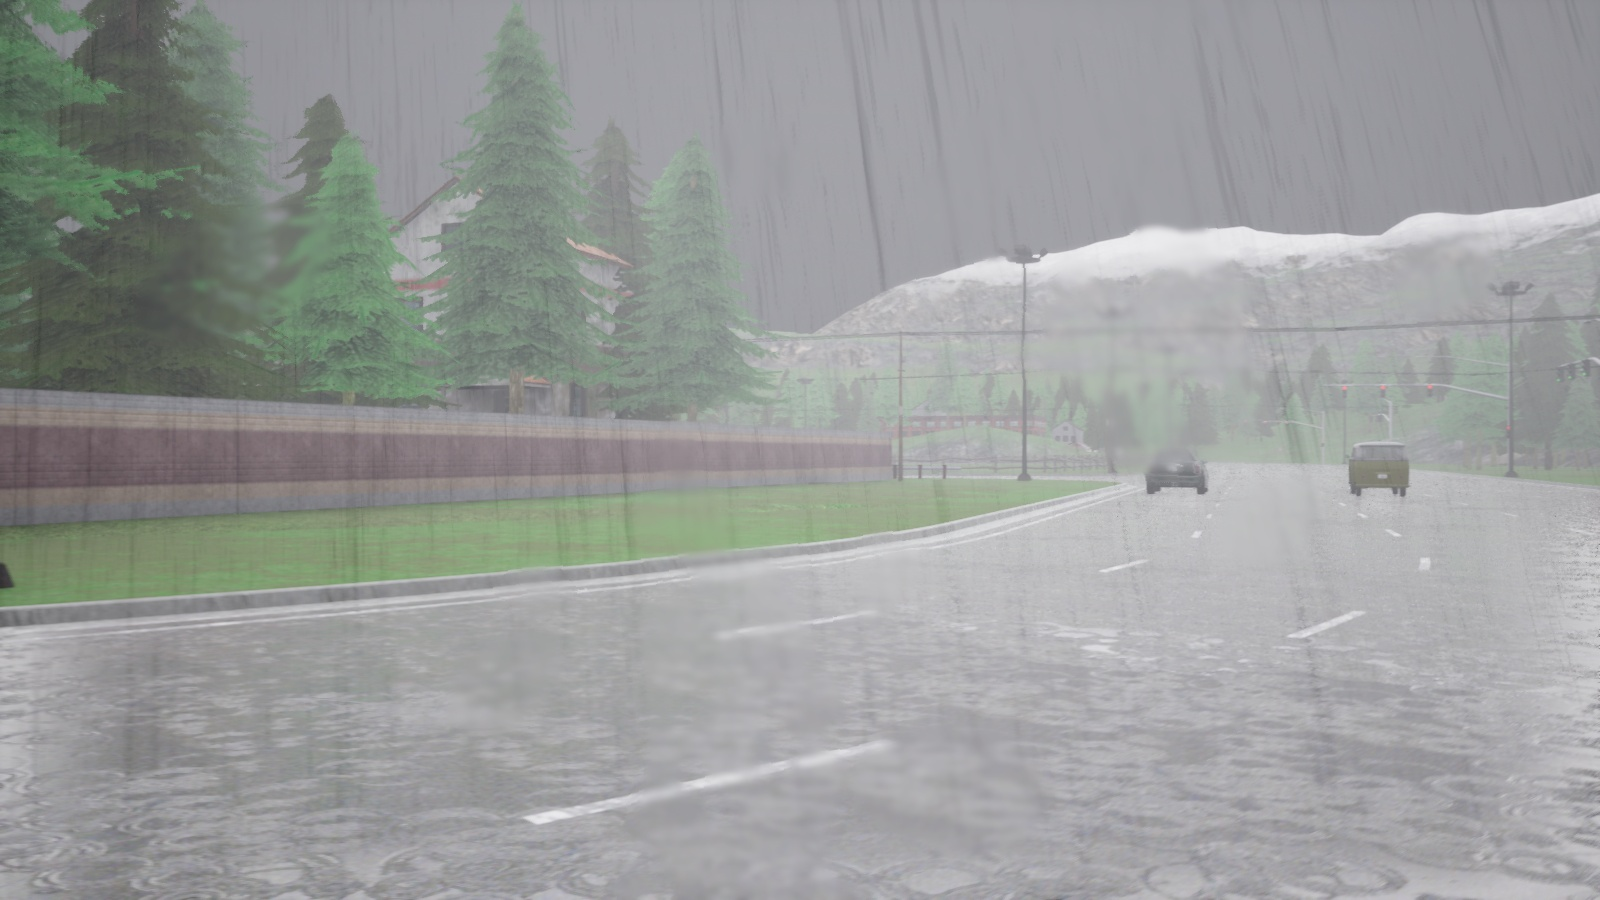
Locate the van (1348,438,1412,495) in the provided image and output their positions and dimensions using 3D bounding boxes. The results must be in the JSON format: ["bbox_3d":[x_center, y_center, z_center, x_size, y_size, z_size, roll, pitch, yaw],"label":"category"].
[{"bbox_3d":[21.261,0.586,46.155,1.775,1.987,4.442,0,0,20],"label":"van"}]

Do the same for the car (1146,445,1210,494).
[{"bbox_3d":[14.600,0.716,48.321,2.097,1.767,4.553,0,0,20],"label":"car"}]
